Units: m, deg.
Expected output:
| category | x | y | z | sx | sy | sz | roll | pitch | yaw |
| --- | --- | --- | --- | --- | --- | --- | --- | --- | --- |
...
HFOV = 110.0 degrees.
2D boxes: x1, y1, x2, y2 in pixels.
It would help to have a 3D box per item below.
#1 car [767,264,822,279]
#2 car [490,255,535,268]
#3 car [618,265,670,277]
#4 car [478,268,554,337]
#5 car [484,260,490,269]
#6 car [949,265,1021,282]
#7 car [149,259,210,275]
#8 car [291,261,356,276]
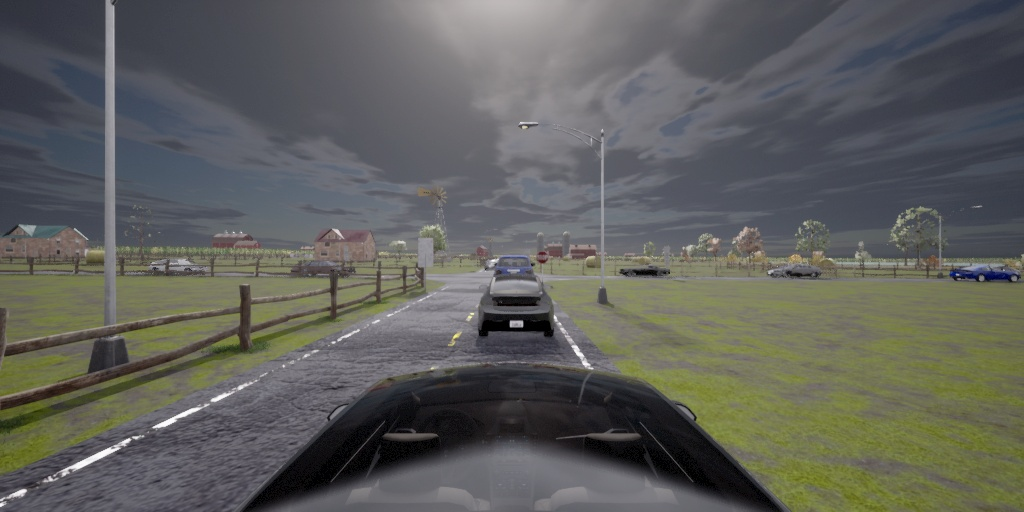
| category | x | y | z | sx | sy | sz | roll | pitch | yaw |
| --- | --- | --- | --- | --- | --- | --- | --- | --- | --- |
| car | 28.824 | 1.547 | 36.677 | 4.902 | 1.511 | 2.128 | 0 | -1 | -1 |
| car | 0.169 | 0.975 | 21.054 | 2.150 | 2.045 | 5.566 | 0 | 0 | 2 |
| car | 13.350 | 1.512 | 36.461 | 4.718 | 1.301 | 1.895 | 1 | -1 | -1 |
| car | 0.099 | 1.256 | 10.324 | 1.837 | 1.490 | 4.892 | 0 | 0 | 0 |
| car | -2.842 | 1.242 | 50.274 | 2.128 | 1.511 | 4.902 | 0 | 0 | 0 |
| car | 44.712 | 1.648 | 33.988 | 5.008 | 1.535 | 1.882 | 1 | -1 | 0 |
| car | -30.512 | 0.968 | 32.955 | 4.674 | 1.442 | 1.812 | 1 | -1 | -1 |
| car | -17.343 | 1.125 | 33.122 | 5.357 | 1.411 | 2.033 | 1 | -1 | -1 |
